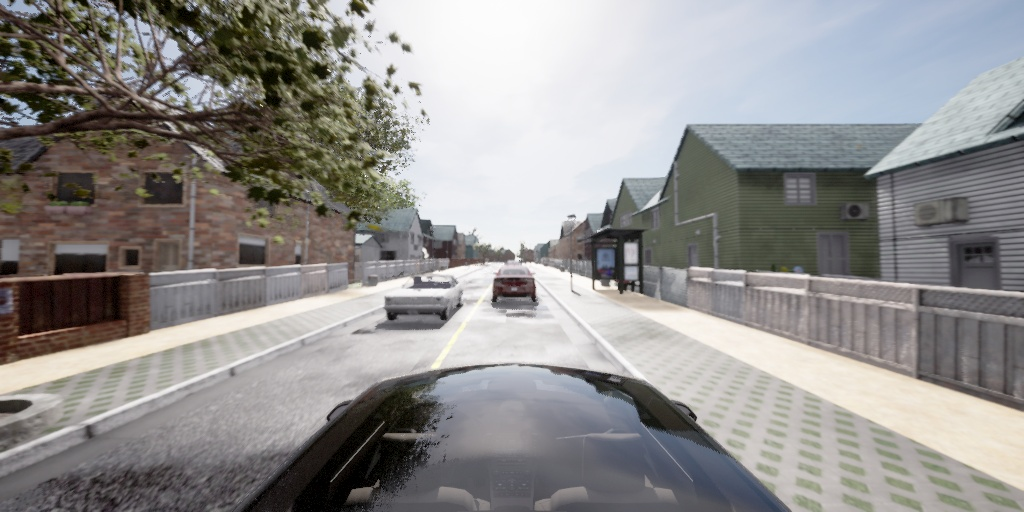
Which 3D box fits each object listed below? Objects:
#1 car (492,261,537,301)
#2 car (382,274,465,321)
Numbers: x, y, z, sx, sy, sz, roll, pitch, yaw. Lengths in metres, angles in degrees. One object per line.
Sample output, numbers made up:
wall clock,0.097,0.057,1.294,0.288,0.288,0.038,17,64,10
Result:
car,0.102,1.172,16.879,1.882,1.535,5.008,0,0,0
car,-2.843,1.308,12.479,1.895,1.301,4.718,0,0,0
